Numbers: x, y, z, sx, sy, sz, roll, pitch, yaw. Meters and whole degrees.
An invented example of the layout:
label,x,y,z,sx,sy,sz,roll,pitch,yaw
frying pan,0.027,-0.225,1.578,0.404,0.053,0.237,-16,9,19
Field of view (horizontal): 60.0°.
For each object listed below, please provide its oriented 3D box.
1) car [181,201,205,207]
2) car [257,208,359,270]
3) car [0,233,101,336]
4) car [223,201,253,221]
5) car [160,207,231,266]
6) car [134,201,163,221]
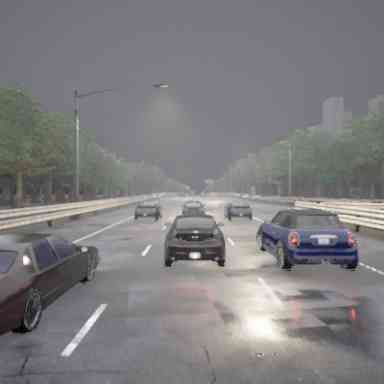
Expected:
label,x,y,z,sx,sy,sz,roll,pitch,yaw
car,0.099,1.464,27.651,1.812,1.442,4.674,0,0,0
car,3.590,1.347,11.164,2.097,1.767,4.553,0,0,0
car,-3.432,1.545,6.684,2.033,1.411,5.357,0,0,0
car,3.602,1.436,26.572,2.128,1.511,4.902,0,0,0
car,0.092,1.498,11.566,1.837,1.490,4.892,0,0,0
car,-3.398,1.435,26.616,2.128,1.511,4.902,0,0,0
